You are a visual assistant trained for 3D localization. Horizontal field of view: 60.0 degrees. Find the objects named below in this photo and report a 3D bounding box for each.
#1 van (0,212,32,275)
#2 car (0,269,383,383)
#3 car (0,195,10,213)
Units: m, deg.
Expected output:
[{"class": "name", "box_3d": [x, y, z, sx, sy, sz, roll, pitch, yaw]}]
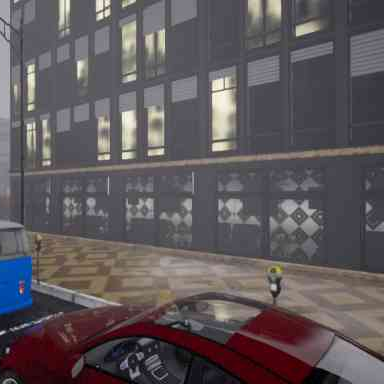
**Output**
[{"class": "van", "box_3d": [-4.633, 1.342, 6.138, 3.998, 1.788, 1.690, 0, 0, 35]}, {"class": "car", "box_3d": [0.000, 1.582, 2.836, 4.206, 1.307, 1.802, 0, 0, 35]}, {"class": "car", "box_3d": [-14.535, 1.357, 28.246, 2.192, 1.841, 5.009, -1, -1, 35]}]
